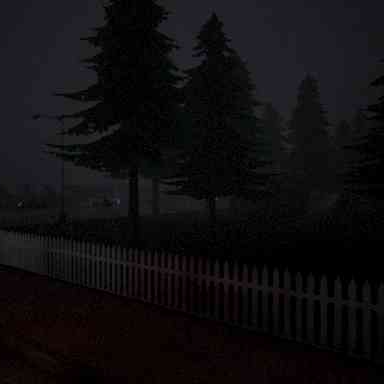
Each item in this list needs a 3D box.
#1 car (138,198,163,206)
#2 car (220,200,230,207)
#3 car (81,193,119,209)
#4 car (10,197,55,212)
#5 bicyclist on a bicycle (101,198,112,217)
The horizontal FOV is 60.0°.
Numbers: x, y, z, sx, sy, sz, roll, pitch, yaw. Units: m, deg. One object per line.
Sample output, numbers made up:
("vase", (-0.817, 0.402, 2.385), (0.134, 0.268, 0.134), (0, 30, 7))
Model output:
("car", (-6.785, 1.489, 54.088), (2.128, 1.511, 4.902), (0, 0, 35))
("car", (4.308, 1.220, 51.448), (2.150, 2.045, 5.566), (0, 0, 34))
("car", (-12.522, 1.219, 45.700), (2.150, 2.045, 5.566), (0, 0, 34))
("car", (-18.018, 1.350, 37.625), (2.097, 1.767, 4.553), (0, 0, 34))
("bicyclist on a bicycle", (-7.164, 1.301, 27.830), (1.656, 1.620, 0.582), (0, 0, 34))
